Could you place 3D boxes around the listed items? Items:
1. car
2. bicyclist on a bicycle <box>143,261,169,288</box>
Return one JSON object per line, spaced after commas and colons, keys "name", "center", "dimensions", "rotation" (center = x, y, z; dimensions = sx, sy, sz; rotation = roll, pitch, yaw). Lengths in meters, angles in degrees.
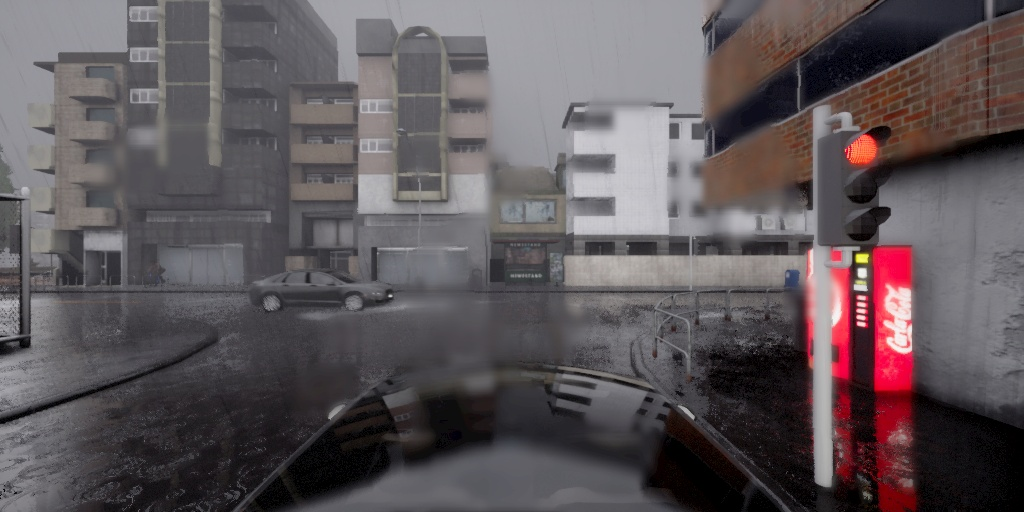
{"name": "car", "center": [-6.966, 1.256, 13.356], "dimensions": [4.892, 1.490, 1.837], "rotation": [0, 0, 0]}
{"name": "bicyclist on a bicycle", "center": [-21.609, 1.099, 21.745], "dimensions": [0.582, 1.620, 1.656], "rotation": [0, 0, 0]}
